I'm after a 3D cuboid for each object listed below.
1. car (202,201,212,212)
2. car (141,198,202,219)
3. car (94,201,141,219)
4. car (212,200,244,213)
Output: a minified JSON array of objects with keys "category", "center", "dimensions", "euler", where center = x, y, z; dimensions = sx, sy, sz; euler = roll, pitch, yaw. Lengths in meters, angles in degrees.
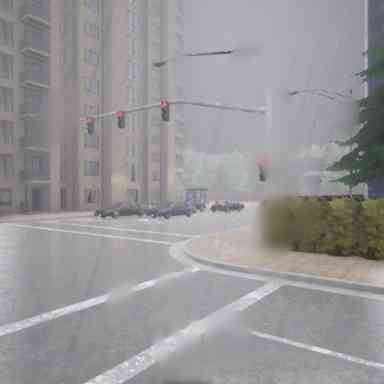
[{"category":"car","center":[-0.325,1.486,37.250],"dimensions":[2.128,1.511,4.902],"euler":[0,0,36]},{"category":"car","center":[-1.680,1.543,29.459],"dimensions":[2.033,1.411,5.357],"euler":[0,0,36]},{"category":"car","center":[-6.016,1.542,29.452],"dimensions":[2.033,1.411,5.357],"euler":[0,0,36]},{"category":"car","center":[3.974,1.596,37.201],"dimensions":[1.895,1.301,4.718],"euler":[0,0,36]}]
